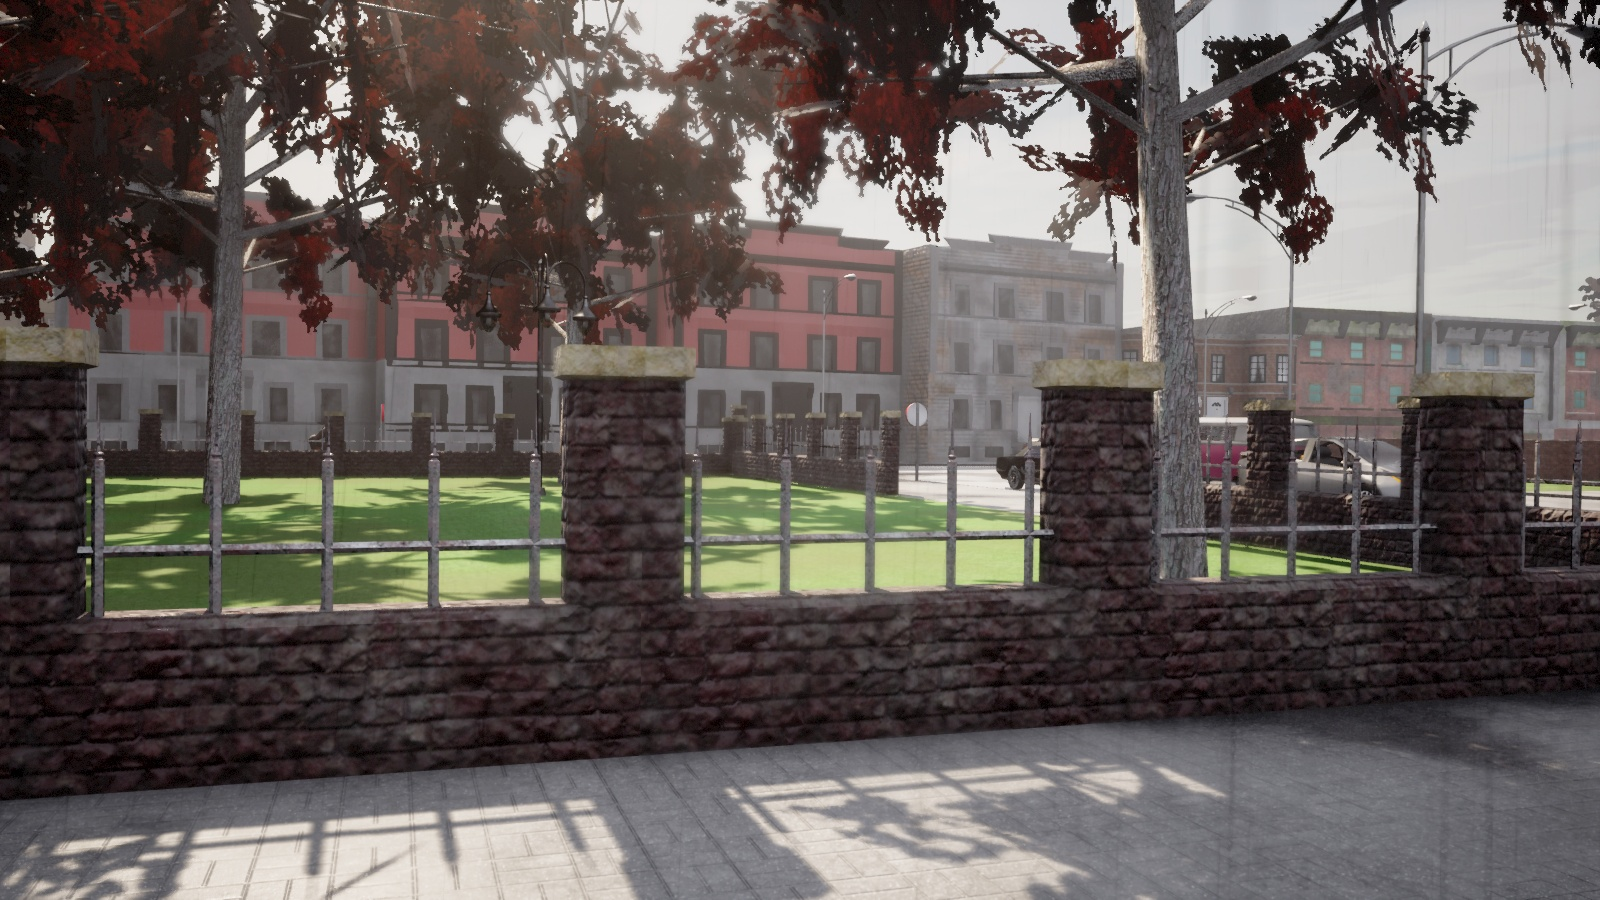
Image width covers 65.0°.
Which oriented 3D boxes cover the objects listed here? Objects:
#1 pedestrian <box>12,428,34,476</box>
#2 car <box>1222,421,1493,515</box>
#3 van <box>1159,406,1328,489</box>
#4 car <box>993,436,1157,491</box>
[{"bbox_3d":[-30.040,0.080,48.532,0.720,1.854,0.376,0,1,26],"label":"pedestrian"},{"bbox_3d":[10.067,0.260,23.108,2.007,1.525,4.514,-1,1,-20],"label":"car"},{"bbox_3d":[11.326,-0.097,32.403,1.775,1.987,4.442,-1,1,-18],"label":"van"},{"bbox_3d":[6.994,0.294,32.525,1.895,1.301,4.718,-1,1,-20],"label":"car"}]
